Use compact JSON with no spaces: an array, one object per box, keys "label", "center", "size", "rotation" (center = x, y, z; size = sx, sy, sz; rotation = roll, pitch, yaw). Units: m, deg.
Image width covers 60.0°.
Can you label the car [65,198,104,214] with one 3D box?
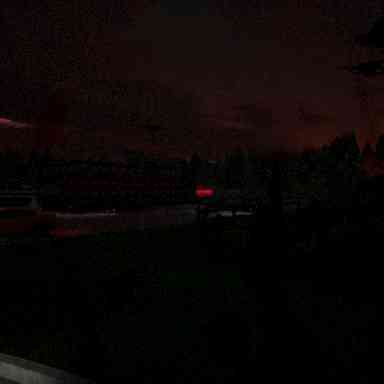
[{"label":"car","center":[-11.333,1.456,35.580],"size":[1.882,1.535,5.008],"rotation":[0,0,38]}]

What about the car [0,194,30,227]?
[{"label":"car","center":[-13.677,1.203,21.258],"size":[2.150,2.045,5.566],"rotation":[0,0,38]}]

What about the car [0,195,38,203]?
[{"label":"car","center":[-11.299,1.206,18.618],"size":[2.150,2.045,5.566],"rotation":[0,0,38]}]

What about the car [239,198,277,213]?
[{"label":"car","center":[7.568,1.592,36.937],"size":[1.895,1.301,4.718],"rotation":[0,0,39]}]

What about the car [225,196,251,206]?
[{"label":"car","center":[7.430,1.464,53.528],"size":[1.882,1.535,5.008],"rotation":[0,0,39]}]

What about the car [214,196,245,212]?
[{"label":"car","center":[4.952,1.514,39.256],"size":[1.812,1.442,4.674],"rotation":[0,0,38]}]

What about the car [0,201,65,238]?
[{"label":"car","center":[-9.023,1.465,15.851],"size":[1.882,1.535,5.008],"rotation":[0,1,38]}]

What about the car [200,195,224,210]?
[{"label":"car","center":[2.919,1.491,42.334],"size":[1.837,1.490,4.892],"rotation":[0,0,39]}]

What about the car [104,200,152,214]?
[{"label":"car","center":[-6.648,1.582,35.879],"size":[1.895,1.301,4.718],"rotation":[0,0,38]}]

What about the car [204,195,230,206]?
[{"label":"car","center":[4.153,1.333,55.047],"size":[2.097,1.767,4.553],"rotation":[0,0,39]}]
